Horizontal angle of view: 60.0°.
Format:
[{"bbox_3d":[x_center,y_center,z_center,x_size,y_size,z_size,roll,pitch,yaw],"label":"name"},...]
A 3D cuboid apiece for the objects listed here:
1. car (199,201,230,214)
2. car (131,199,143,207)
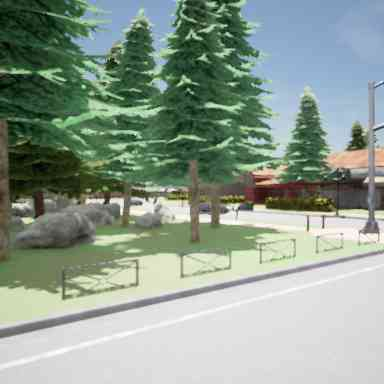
[{"bbox_3d":[2.181,1.727,36.369,1.994,1.385,4.181,0,0,-35],"label":"car"},{"bbox_3d":[-9.676,1.728,56.323,1.994,1.385,4.181,0,0,-25],"label":"car"}]
